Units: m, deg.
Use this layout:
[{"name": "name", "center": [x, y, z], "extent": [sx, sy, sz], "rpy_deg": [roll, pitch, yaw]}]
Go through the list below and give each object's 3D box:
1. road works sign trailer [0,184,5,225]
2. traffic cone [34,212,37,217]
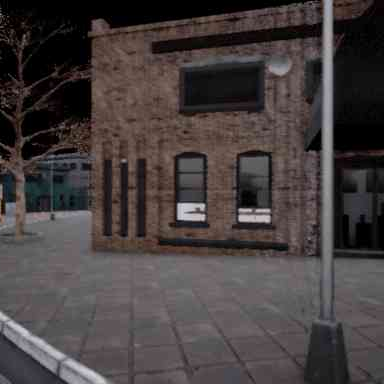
[{"name": "road works sign trailer", "center": [-17.463, 1.064, 29.100], "extent": [2.380, 3.560, 2.880], "rpy_deg": [0, -1, 2]}, {"name": "traffic cone", "center": [-18.838, 2.750, 40.019], "extent": [0.340, 0.580, 0.340], "rpy_deg": [0, -1, 1]}]
